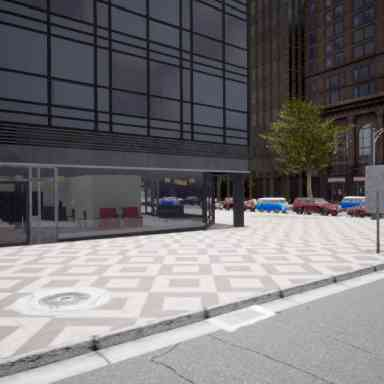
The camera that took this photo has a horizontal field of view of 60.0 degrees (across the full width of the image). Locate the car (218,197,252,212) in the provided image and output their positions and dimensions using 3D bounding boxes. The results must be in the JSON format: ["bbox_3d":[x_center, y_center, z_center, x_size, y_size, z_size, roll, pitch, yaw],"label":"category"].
[{"bbox_3d":[6.185,1.627,43.706,2.192,1.841,5.009,-1,0,-35],"label":"car"}]

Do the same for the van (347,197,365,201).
[{"bbox_3d":[19.710,1.456,39.396,1.690,1.788,3.998,-1,0,-35],"label":"van"}]

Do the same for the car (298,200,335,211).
[{"bbox_3d":[16.424,1.736,44.025,1.947,1.339,4.313,-1,0,-35],"label":"car"}]

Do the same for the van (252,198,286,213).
[{"bbox_3d":[9.476,1.599,39.077,1.690,1.788,3.998,-1,0,-35],"label":"van"}]

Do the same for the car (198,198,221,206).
[{"bbox_3d":[3.260,1.929,62.538,2.008,1.369,4.403,-1,0,-35],"label":"car"}]

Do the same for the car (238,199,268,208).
[{"bbox_3d":[9.743,1.803,53.420,1.752,1.417,4.829,-1,0,-35],"label":"car"}]

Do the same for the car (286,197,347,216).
[{"bbox_3d":[12.767,1.517,34.448,2.192,1.841,5.009,-1,0,-35],"label":"car"}]

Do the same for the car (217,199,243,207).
[{"bbox_3d":[6.551,1.872,57.910,1.887,1.381,4.507,-1,0,-35],"label":"car"}]

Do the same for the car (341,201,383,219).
[{"bbox_3d":[16.064,1.727,29.820,1.802,1.307,4.206,-1,0,-35],"label":"car"}]

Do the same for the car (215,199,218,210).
[{"bbox_3d":[2.899,1.915,48.336,2.008,1.369,4.403,-1,0,-35],"label":"car"}]
